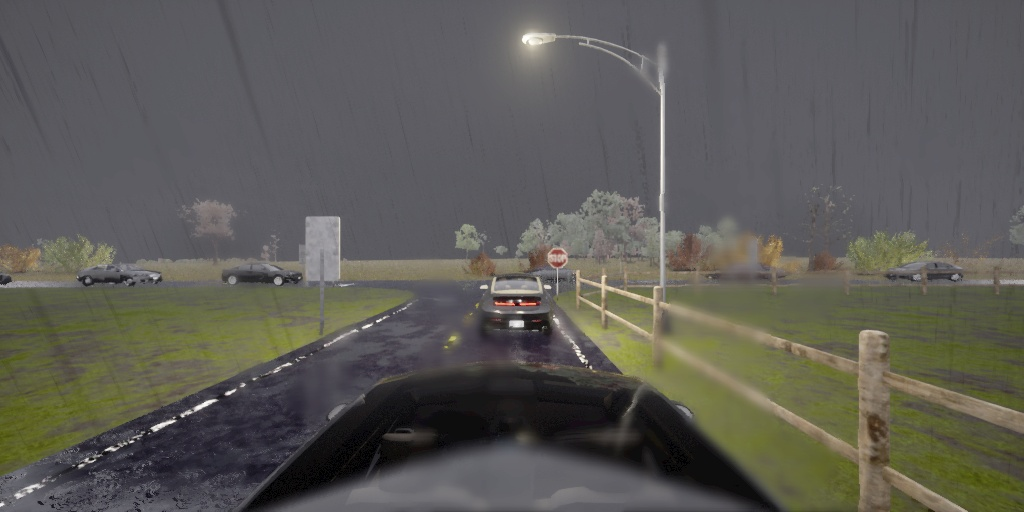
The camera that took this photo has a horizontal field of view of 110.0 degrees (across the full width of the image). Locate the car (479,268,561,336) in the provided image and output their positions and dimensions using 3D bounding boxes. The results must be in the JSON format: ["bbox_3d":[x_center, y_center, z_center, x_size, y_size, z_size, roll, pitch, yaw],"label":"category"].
[{"bbox_3d":[0.113,1.255,10.359,1.837,1.490,4.892,0,0,0],"label":"car"}]

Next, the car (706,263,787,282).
[{"bbox_3d":[18.089,1.248,27.744,5.357,1.411,2.033,0,0,1],"label":"car"}]

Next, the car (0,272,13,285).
[{"bbox_3d":[-38.353,1.419,25.337,4.181,1.385,1.994,0,0,2],"label":"car"}]

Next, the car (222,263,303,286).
[{"bbox_3d":[-17.366,1.271,25.117,5.008,1.535,1.882,0,0,1],"label":"car"}]

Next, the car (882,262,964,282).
[{"bbox_3d":[31.576,1.182,27.608,4.892,1.490,1.837,0,0,1],"label":"car"}]

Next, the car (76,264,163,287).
[{"bbox_3d":[-27.487,1.314,25.217,4.902,1.511,2.128,0,0,1],"label":"car"}]

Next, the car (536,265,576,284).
[{"bbox_3d":[2.510,1.305,25.589,4.181,1.385,1.994,0,0,-29],"label":"car"}]
